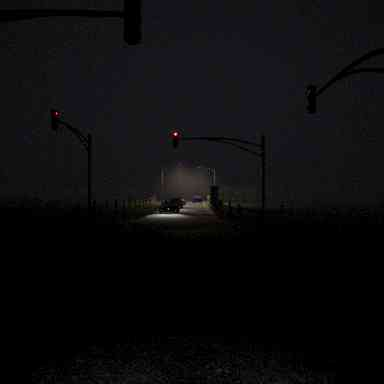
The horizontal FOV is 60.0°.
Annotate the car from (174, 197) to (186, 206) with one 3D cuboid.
[{"bbox_3d":[-2.023,1.540,56.919,1.812,1.442,4.674,0,0,2],"label":"car"}]

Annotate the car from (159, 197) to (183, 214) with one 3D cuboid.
[{"bbox_3d":[-2.370,1.571,35.961,1.994,1.385,4.181,0,0,1],"label":"car"}]

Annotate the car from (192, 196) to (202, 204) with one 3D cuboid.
[{"bbox_3d":[1.059,1.495,65.883,1.882,1.535,5.008,0,0,1],"label":"car"}]

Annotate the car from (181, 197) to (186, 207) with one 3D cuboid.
[{"bbox_3d":[-2.214,1.536,45.977,1.812,1.442,4.674,0,0,1],"label":"car"}]

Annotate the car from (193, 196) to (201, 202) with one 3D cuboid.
[{"bbox_3d":[1.124,1.617,75.917,1.895,1.301,4.718,0,0,1],"label":"car"}]
